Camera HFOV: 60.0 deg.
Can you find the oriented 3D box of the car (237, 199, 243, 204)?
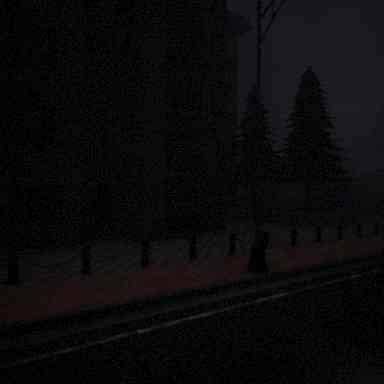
[{"bbox_3d":[6.403,1.537,54.352,1.812,1.442,4.674,1,0,-35],"label":"car"}]
